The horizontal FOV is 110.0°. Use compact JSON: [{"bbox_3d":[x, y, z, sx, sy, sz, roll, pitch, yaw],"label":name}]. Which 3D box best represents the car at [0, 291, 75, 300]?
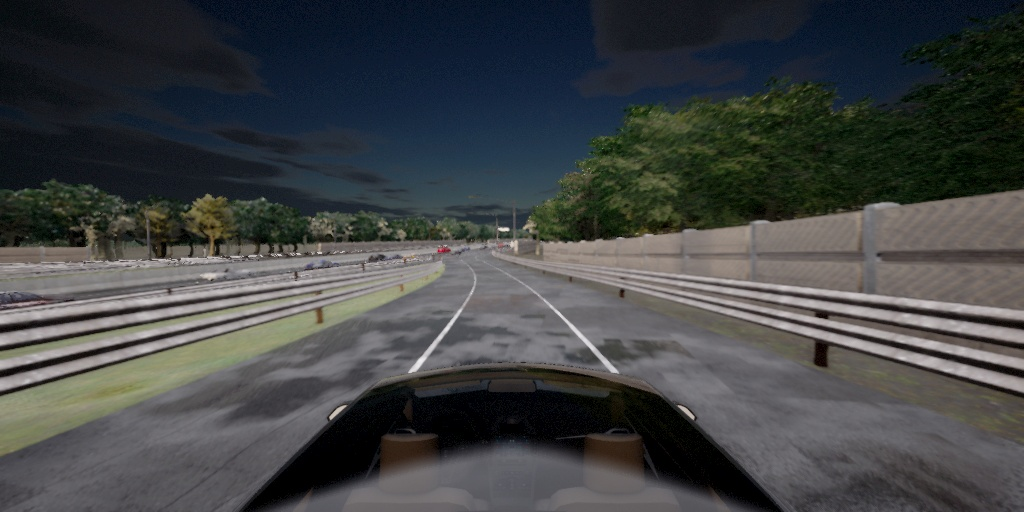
[{"bbox_3d":[-30.613,2.848,21.745,2.033,1.411,5.357,0,3,11],"label":"car"}]

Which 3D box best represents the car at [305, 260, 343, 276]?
[{"bbox_3d":[-22.690,1.507,43.571,1.882,1.535,5.008,0,3,11],"label":"car"}]

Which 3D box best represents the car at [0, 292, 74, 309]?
[{"bbox_3d":[-27.565,3.002,19.131,1.895,1.301,4.718,0,3,11],"label":"car"}]

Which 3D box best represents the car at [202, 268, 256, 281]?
[{"bbox_3d":[-30.721,1.973,39.093,1.895,1.301,4.718,0,3,11],"label":"car"}]
